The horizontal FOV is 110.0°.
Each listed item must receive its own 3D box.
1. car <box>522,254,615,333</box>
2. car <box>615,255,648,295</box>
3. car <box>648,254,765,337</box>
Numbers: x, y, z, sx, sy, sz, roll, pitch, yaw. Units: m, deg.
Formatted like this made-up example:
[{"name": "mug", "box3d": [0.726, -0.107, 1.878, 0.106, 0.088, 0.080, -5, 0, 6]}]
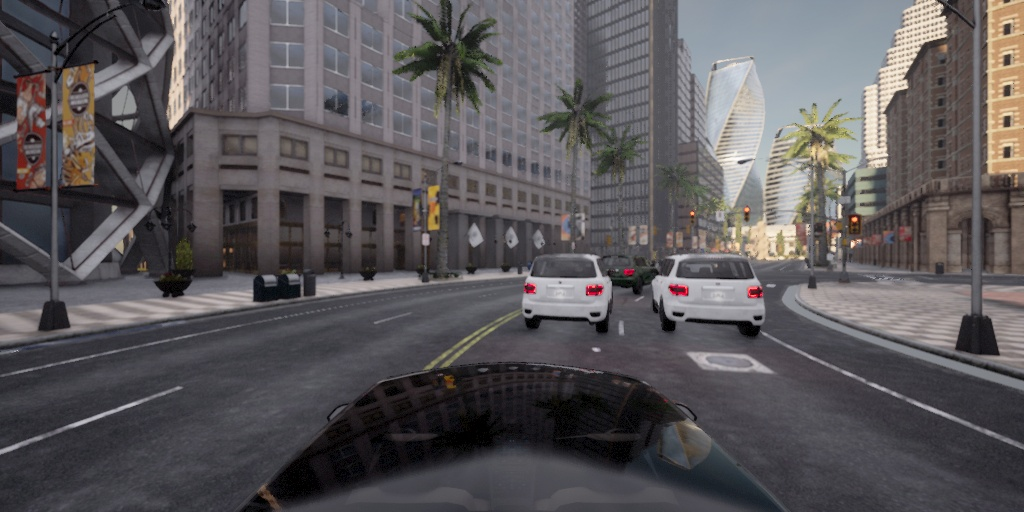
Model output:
[{"name": "car", "box3d": [1.907, 0.963, 11.017, 2.150, 2.045, 5.566, 0, 0, 17]}, {"name": "car", "box3d": [6.629, 0.956, 20.233, 2.150, 2.045, 5.566, 0, 0, 36]}, {"name": "car", "box3d": [5.428, 0.964, 10.598, 2.150, 2.045, 5.566, 0, 0, 17]}]
